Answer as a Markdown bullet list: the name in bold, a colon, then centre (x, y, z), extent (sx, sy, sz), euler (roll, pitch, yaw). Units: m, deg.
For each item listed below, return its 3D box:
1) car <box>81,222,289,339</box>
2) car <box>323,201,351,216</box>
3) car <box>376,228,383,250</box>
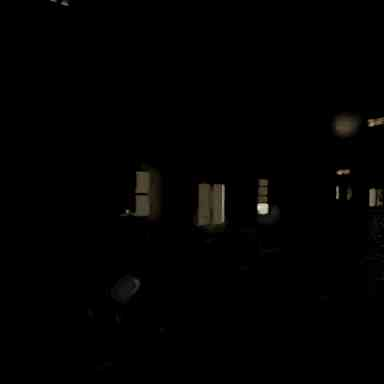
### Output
- **car**: centre (-0.006, 1.438, 6.535), extent (4.097, 1.590, 1.967), euler (0, 1, -35)
- **car**: centre (13.306, 1.595, 32.765), extent (1.887, 1.381, 4.507), euler (1, -1, -35)
- **car**: centre (8.796, 1.542, 12.816), extent (4.403, 1.369, 2.008), euler (0, 1, -35)
